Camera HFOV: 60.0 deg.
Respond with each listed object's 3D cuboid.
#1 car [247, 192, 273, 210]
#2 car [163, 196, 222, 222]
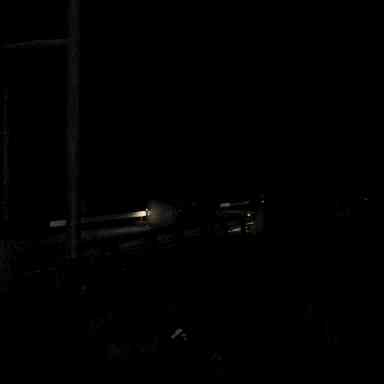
[{"bbox_3d":[6.974,0.779,30.642,1.882,1.535,5.008,0,1,42],"label":"car"},{"bbox_3d":[0.095,1.091,22.946,2.128,1.511,4.902,0,3,41],"label":"car"}]
